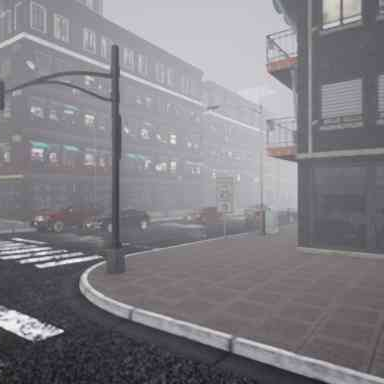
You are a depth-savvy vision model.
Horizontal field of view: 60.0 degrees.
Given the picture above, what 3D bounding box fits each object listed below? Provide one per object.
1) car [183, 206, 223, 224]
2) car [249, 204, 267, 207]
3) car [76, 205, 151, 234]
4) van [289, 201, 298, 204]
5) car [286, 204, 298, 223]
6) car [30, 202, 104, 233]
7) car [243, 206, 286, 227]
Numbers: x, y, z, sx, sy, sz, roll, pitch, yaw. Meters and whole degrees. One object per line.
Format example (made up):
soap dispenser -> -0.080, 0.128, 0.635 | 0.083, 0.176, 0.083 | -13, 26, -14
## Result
car -> 1.127, 2.006, 29.913 | 1.812, 1.442, 4.674 | 0, -1, 35
car -> 7.693, 2.194, 39.233 | 1.837, 1.490, 4.892 | 0, -1, 35
car -> -4.724, 1.800, 21.607 | 1.837, 1.490, 4.892 | 0, -1, 35
van -> 18.346, 2.446, 58.939 | 1.690, 1.788, 3.998 | -1, -2, 35
car -> 8.862, 2.111, 30.936 | 2.008, 1.369, 4.403 | -2, -2, 35
car -> -7.811, 1.588, 21.746 | 2.192, 1.841, 5.009 | -1, -2, 35
car -> 5.592, 2.038, 26.286 | 1.802, 1.307, 4.206 | -2, -2, 35
